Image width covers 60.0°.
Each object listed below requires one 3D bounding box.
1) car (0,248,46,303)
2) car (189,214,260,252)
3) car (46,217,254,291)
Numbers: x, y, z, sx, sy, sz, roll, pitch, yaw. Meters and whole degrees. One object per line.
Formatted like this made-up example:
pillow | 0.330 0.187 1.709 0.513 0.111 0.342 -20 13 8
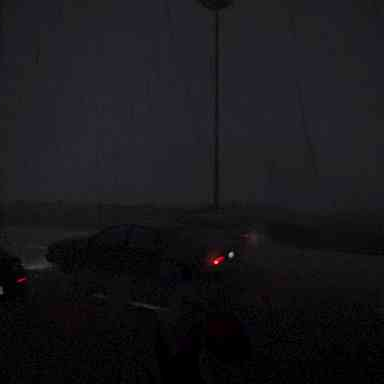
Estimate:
car | -5.262 1.452 6.502 4.674 1.442 1.812 0 0 28
car | 0.253 1.465 11.702 4.181 1.385 1.994 0 0 28
car | -1.340 1.468 8.730 5.357 1.411 2.033 0 1 27
